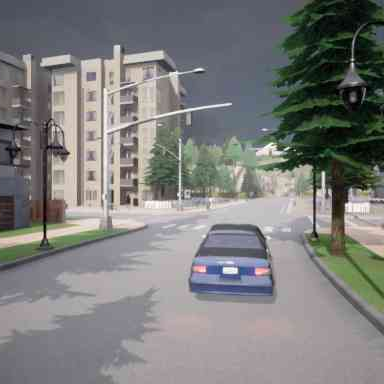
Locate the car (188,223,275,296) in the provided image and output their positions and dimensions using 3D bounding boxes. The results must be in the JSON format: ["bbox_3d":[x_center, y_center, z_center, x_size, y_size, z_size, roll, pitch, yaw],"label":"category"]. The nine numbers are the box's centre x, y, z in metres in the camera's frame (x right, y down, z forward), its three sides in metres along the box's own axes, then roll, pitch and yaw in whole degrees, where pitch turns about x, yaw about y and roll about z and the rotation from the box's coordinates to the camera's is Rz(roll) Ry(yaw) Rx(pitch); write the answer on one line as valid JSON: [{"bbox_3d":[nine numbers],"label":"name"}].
[{"bbox_3d":[1.137,1.547,8.833,2.033,1.411,5.357,0,0,9],"label":"car"}]
